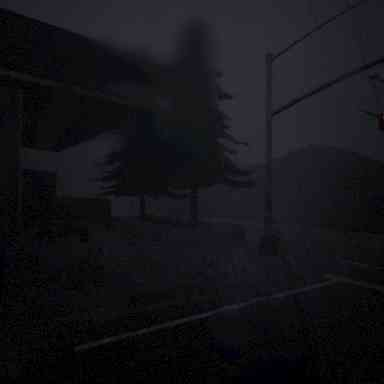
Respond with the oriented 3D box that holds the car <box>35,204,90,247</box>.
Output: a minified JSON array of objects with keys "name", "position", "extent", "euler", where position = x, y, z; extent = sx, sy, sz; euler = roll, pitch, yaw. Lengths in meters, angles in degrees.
[{"name":"car","position":[-6.636,1.574,16.763],"extent":[1.905,1.878,3.866],"euler":[1,0,-36]}]
